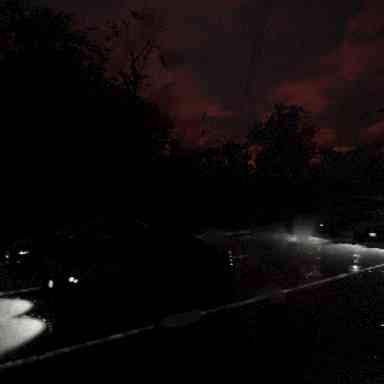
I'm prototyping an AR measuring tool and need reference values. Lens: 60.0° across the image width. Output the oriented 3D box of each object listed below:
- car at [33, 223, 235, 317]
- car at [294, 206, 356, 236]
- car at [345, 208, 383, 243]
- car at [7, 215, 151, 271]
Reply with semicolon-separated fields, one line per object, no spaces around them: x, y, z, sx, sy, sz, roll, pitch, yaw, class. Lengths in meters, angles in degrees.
-1.043;1.566;7.469;4.181;1.385;1.994;0;0;-35;car
7.957;1.481;18.158;5.357;1.411;2.033;-1;0;-35;car
8.870;1.511;14.529;4.181;1.385;1.994;-1;0;-36;car
-2.981;1.508;10.381;4.892;1.490;1.837;1;0;-35;car
